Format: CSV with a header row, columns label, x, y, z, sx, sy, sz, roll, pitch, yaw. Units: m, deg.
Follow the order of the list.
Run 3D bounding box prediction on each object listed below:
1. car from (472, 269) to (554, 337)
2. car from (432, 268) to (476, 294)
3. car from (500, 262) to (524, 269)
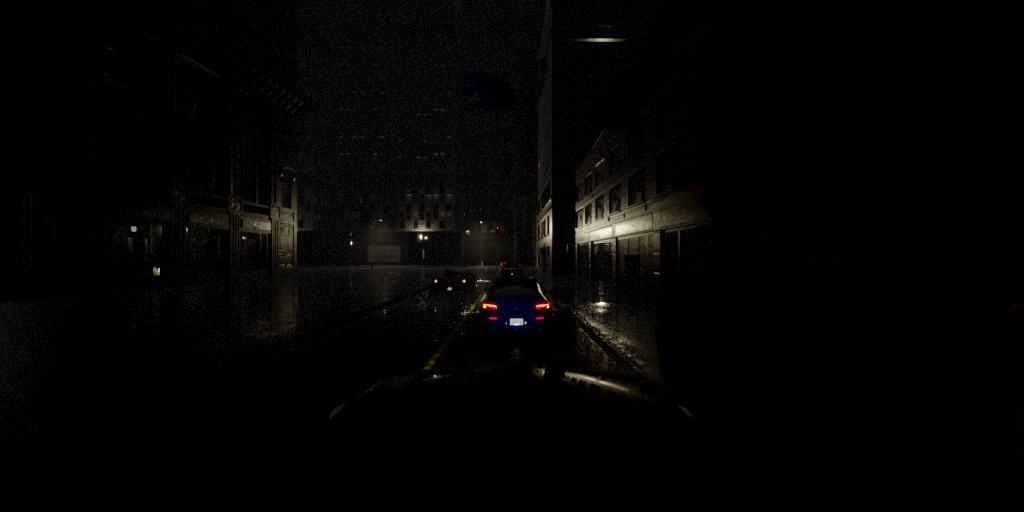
label,x,y,z,sx,sy,sz,roll,pitch,yaw
car,0.082,1.275,10.147,1.812,1.442,4.674,0,0,0
car,-3.146,1.349,20.310,1.895,1.301,4.718,0,0,0
car,0.026,1.238,31.165,2.128,1.511,4.902,0,0,0
